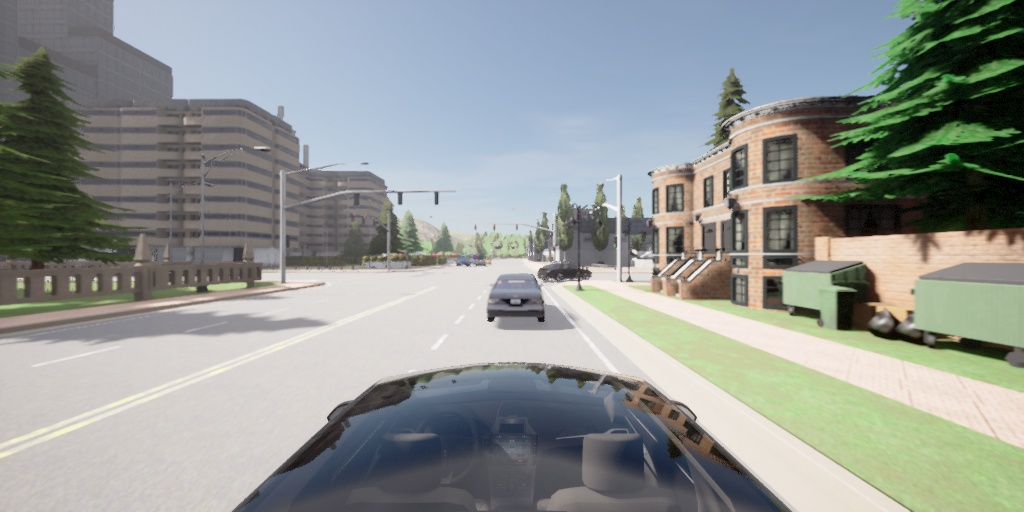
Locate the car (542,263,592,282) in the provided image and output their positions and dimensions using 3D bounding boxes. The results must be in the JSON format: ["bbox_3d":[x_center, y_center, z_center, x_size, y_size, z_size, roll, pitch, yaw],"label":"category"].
[{"bbox_3d":[4.437,1.320,29.705,4.892,1.490,1.837,0,-3,-33],"label":"car"}]

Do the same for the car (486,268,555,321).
[{"bbox_3d":[0.150,1.321,12.537,2.033,1.411,5.357,0,0,1],"label":"car"}]

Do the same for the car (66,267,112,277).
[{"bbox_3d":[-40.064,1.362,34.873,5.357,1.411,2.033,0,0,1],"label":"car"}]
